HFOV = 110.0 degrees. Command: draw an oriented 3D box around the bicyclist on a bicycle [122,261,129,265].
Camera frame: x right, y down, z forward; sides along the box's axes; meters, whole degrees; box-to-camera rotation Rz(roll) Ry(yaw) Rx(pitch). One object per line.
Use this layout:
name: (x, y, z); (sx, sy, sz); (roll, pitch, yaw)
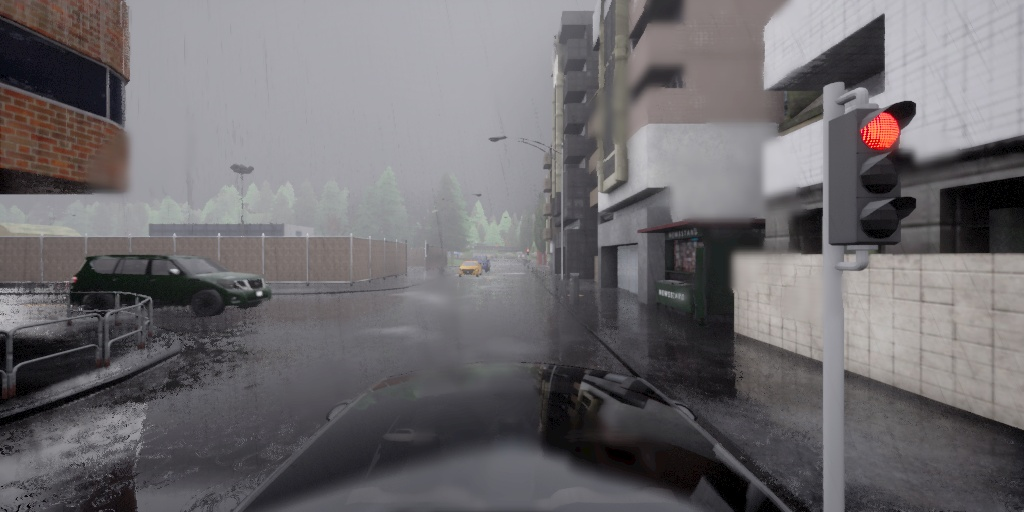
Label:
bicyclist on a bicycle: (-22.180, 1.099, 20.731); (0.582, 1.620, 1.656); (0, 0, 0)

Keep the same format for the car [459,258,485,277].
car: (-4.110, 1.228, 35.826); (1.882, 1.535, 5.008); (0, 0, 0)

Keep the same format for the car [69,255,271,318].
car: (-11.697, 0.971, 12.529); (5.566, 2.045, 2.150); (0, 0, -3)

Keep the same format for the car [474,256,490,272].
car: (-4.079, 0.971, 46.527); (2.150, 2.045, 5.566); (0, 0, 0)
